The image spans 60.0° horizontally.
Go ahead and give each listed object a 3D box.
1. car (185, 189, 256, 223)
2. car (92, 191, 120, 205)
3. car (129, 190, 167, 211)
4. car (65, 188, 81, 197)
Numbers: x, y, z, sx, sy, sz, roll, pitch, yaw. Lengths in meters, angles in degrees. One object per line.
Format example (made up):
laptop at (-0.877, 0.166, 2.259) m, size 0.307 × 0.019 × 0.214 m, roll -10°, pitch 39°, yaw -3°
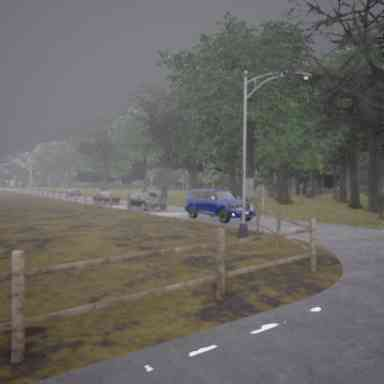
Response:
car at (1.724, 0.838, 22.239) m, size 2.150 × 2.045 × 5.566 m, roll 0°, pitch 1°, yaw -36°
car at (-9.988, 0.619, 38.673) m, size 1.882 × 1.535 × 5.008 m, roll 0°, pitch 1°, yaw -36°
car at (-4.098, 0.733, 30.403) m, size 2.097 × 1.767 × 4.553 m, roll 0°, pitch 1°, yaw -34°
car at (-21.300, 0.089, 59.592) m, size 1.837 × 1.490 × 4.892 m, roll 0°, pitch 1°, yaw -35°
